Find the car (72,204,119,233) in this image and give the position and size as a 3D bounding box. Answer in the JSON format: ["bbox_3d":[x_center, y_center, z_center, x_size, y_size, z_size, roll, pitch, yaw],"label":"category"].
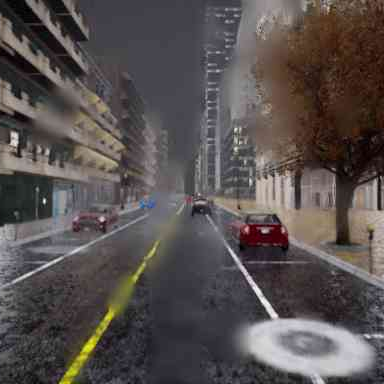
[{"bbox_3d":[-5.676,1.489,20.027,1.967,1.590,4.097,1,0,0],"label":"car"}]

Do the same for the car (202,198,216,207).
[{"bbox_3d":[2.700,1.641,54.108,2.008,1.369,4.403,1,0,0],"label":"car"}]

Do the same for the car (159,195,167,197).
[{"bbox_3d":[-5.681,1.657,54.224,1.947,1.339,4.313,1,0,0],"label":"car"}]

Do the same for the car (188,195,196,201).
[{"bbox_3d":[-0.007,1.506,83.182,1.837,1.490,4.892,0,0,0],"label":"car"}]

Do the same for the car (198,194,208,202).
[{"bbox_3d":[2.703,1.415,82.599,2.192,1.841,5.009,1,0,0],"label":"car"}]

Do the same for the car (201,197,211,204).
[{"bbox_3d":[2.700,1.642,65.504,1.887,1.381,4.507,1,0,0],"label":"car"}]

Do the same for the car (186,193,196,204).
[{"bbox_3d":[-0.006,1.264,68.208,2.150,2.045,5.566,0,0,0],"label":"car"}]

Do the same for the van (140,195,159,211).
[{"bbox_3d":[-5.676,1.421,42.824,1.690,1.788,3.998,1,0,0],"label":"van"}]

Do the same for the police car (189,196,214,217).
[{"bbox_3d":[0.897,1.493,32.838,1.930,1.638,5.238,0,0,0],"label":"police car"}]

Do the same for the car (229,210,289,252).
[{"bbox_3d":[2.704,1.477,14.219,1.967,1.590,4.097,1,0,0],"label":"car"}]

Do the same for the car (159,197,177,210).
[{"bbox_3d":[-3.094,1.681,43.347,1.895,1.301,4.718,0,0,0],"label":"car"}]

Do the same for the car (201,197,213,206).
[{"bbox_3d":[2.700,1.645,59.805,2.008,1.369,4.403,1,0,0],"label":"car"}]

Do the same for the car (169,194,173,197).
[{"bbox_3d":[-5.681,1.650,71.319,2.008,1.369,4.403,1,0,0],"label":"car"}]
